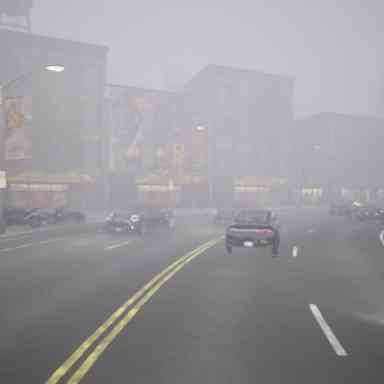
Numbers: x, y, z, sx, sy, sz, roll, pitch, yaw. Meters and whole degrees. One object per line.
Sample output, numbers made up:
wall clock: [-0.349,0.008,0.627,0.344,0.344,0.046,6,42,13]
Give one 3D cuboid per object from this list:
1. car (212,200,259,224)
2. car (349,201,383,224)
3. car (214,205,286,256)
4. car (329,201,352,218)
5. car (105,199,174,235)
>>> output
car: [3.209,1.341,22.789,2.097,1.767,4.553,0,0,34]
car: [14.367,1.590,25.389,5.357,1.411,2.033,0,0,-42]
car: [2.593,1.488,13.223,2.128,1.511,4.902,0,0,18]
car: [13.963,1.528,29.353,4.902,1.511,2.128,0,0,-39]
car: [-2.804,1.315,18.775,2.097,1.767,4.553,0,0,25]
